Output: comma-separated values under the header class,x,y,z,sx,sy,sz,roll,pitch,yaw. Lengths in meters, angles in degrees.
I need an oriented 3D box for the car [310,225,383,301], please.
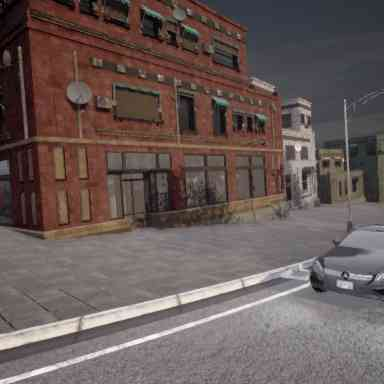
class,x,y,z,sx,sy,sz,roll,pitch,yaw
car,4.640,1.562,8.107,4.674,1.442,1.812,1,-1,-44
